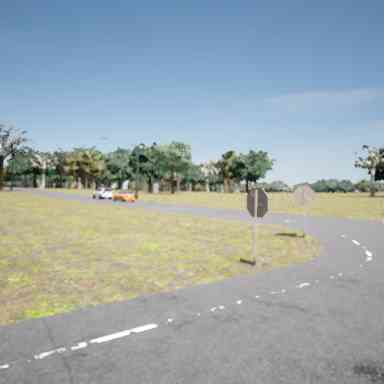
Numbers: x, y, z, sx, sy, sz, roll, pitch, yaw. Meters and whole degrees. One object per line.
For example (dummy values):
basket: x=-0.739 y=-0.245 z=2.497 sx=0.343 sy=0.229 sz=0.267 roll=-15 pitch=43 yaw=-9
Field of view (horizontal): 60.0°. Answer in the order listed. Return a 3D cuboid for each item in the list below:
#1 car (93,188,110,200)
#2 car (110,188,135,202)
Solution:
car: x=-16.215 y=0.311 z=60.594 sx=2.150 sy=2.045 sz=5.566 roll=1 pitch=0 yaw=-36
car: x=-10.846 y=0.623 z=53.093 sx=2.097 sy=1.767 sz=4.553 roll=1 pitch=0 yaw=-36
